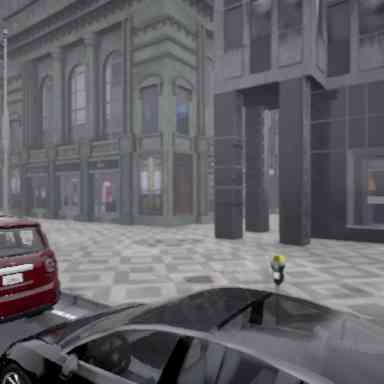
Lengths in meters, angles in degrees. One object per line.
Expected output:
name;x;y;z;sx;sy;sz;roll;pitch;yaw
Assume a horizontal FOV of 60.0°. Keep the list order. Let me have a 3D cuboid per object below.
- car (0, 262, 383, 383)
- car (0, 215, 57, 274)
car;0.073;1.574;2.907;4.313;1.339;1.947;0;0;35
car;-4.518;1.350;6.179;5.009;1.841;2.192;0;0;35
